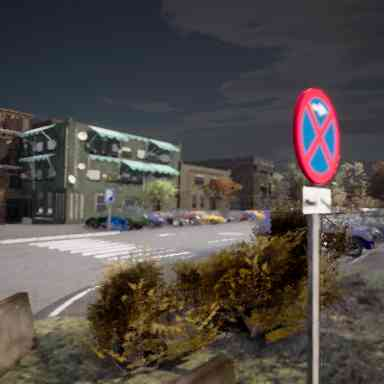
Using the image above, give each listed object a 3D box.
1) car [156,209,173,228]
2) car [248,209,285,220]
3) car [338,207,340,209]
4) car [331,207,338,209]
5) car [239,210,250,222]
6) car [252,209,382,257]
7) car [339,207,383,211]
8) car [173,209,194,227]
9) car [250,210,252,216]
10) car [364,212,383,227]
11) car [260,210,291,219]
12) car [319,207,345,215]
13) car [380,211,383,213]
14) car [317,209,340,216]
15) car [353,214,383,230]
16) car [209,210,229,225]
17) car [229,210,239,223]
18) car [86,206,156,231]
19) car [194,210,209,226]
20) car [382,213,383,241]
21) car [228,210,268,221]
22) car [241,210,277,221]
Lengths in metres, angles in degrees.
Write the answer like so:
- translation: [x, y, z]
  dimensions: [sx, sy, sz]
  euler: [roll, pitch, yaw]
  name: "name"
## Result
- translation: [-4.522, 2.616, 30.933]
  dimensions: [4.674, 1.452, 2.002]
  euler: [-1, -2, 18]
  name: "car"
- translation: [11.668, 3.521, 51.966]
  dimensions: [5.366, 1.575, 1.946]
  euler: [-1, -2, 18]
  name: "car"
- translation: [30.061, 4.319, 75.243]
  dimensions: [5.566, 2.045, 2.435]
  euler: [-1, -3, 18]
  name: "car"
- translation: [28.241, 4.215, 72.912]
  dimensions: [5.566, 2.045, 2.435]
  euler: [-1, -3, 18]
  name: "car"
- translation: [4.542, 3.132, 42.593]
  dimensions: [4.792, 1.488, 2.163]
  euler: [-1, -2, 18]
  name: "car"
- translation: [6.175, 2.022, 17.055]
  dimensions: [5.566, 2.045, 2.435]
  euler: [1, -2, 18]
  name: "car"
- translation: [17.263, 2.665, 31.350]
  dimensions: [5.566, 2.045, 2.435]
  euler: [1, -1, 18]
  name: "car"
- translation: [-2.708, 2.683, 33.268]
  dimensions: [4.892, 1.521, 2.231]
  euler: [-1, -3, 18]
  name: "car"
- translation: [6.387, 3.207, 44.915]
  dimensions: [5.008, 1.535, 2.097]
  euler: [-1, -3, 18]
  name: "car"
- translation: [22.851, 3.240, 38.498]
  dimensions: [4.892, 1.521, 2.231]
  euler: [1, -2, 18]
  name: "car"
- translation: [13.692, 3.658, 54.247]
  dimensions: [4.792, 1.488, 2.163]
  euler: [0, -3, 18]
  name: "car"
- translation: [33.641, 4.528, 79.908]
  dimensions: [5.566, 2.045, 2.435]
  euler: [-1, -2, 18]
  name: "car"
- translation: [11.745, 2.469, 24.183]
  dimensions: [4.553, 1.767, 2.185]
  euler: [1, -1, 18]
  name: "car"
- translation: [31.877, 4.705, 77.574]
  dimensions: [4.792, 1.488, 2.163]
  euler: [-1, -3, 18]
  name: "car"
- translation: [19.111, 3.053, 33.727]
  dimensions: [4.792, 1.488, 2.163]
  euler: [1, -1, 18]
  name: "car"
- translation: [1.111, 2.888, 37.879]
  dimensions: [5.366, 1.575, 1.946]
  euler: [-1, -3, 18]
  name: "car"
- translation: [2.747, 2.998, 40.257]
  dimensions: [4.892, 1.521, 2.231]
  euler: [-1, -3, 18]
  name: "car"
- translation: [-6.368, 2.220, 28.614]
  dimensions: [5.566, 2.045, 2.435]
  euler: [-1, -2, 18]
  name: "car"
- translation: [-0.914, 2.662, 35.614]
  dimensions: [4.553, 1.767, 2.185]
  euler: [-1, -3, 18]
  name: "car"
- translation: [9.830, 2.361, 21.826]
  dimensions: [4.553, 1.767, 2.185]
  euler: [1, -2, 18]
  name: "car"
- translation: [8.030, 3.311, 47.304]
  dimensions: [5.366, 1.575, 1.946]
  euler: [-1, -2, 18]
  name: "car"
- translation: [10.029, 3.418, 49.589]
  dimensions: [5.008, 1.535, 2.097]
  euler: [-1, -2, 18]
  name: "car"
